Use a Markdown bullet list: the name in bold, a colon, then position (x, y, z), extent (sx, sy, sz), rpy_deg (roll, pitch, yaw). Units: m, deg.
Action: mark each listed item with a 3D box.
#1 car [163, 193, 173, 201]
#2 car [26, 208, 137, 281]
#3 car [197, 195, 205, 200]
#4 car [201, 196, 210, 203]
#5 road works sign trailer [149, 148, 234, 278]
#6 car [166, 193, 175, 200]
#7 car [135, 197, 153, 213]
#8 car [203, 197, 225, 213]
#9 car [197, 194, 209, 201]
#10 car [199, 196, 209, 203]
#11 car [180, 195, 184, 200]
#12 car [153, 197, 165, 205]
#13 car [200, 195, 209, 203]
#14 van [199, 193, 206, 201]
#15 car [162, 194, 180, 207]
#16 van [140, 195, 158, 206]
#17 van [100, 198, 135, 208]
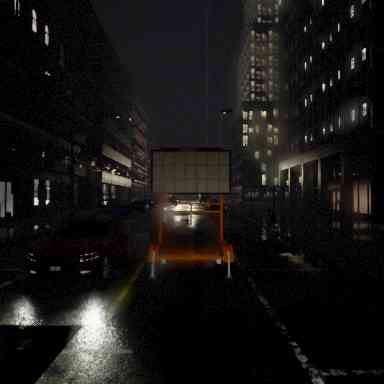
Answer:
- **car**: position (-5.875, 1.234, 82.199), extent (2.192, 1.841, 5.009), rpy_deg (1, 0, 0)
- **car**: position (-3.124, 1.478, 10.095), extent (1.882, 1.535, 5.008), rpy_deg (0, 0, 0)
- **car**: position (2.462, 1.474, 87.796), extent (1.947, 1.339, 4.313), rpy_deg (1, 0, 0)
- **car**: position (2.600, 1.532, 42.212), extent (2.008, 1.369, 4.403), rpy_deg (1, 0, 0)
- **road works sign trailer**: position (-0.025, 0.465, 10.128), extent (2.380, 3.560, 2.880), rpy_deg (0, 0, 0)
- **car**: position (-5.903, 1.212, 93.595), extent (2.192, 1.841, 5.009), rpy_deg (1, 0, 0)
- **car**: position (-5.767, 1.552, 36.610), extent (1.947, 1.339, 4.313), rpy_deg (1, 0, 0)
- **car**: position (2.614, 1.537, 36.514), extent (2.008, 1.369, 4.403), rpy_deg (1, 0, 0)
- **car**: position (2.548, 1.264, 65.005), extent (2.192, 1.841, 5.009), rpy_deg (1, 0, 0)
- **car**: position (2.529, 1.491, 70.702), extent (2.008, 1.369, 4.403), rpy_deg (1, 0, 0)
- **car**: position (-3.220, 1.471, 88.772), extent (1.994, 1.385, 4.181), rpy_deg (0, 0, 0)
- **car**: position (-5.824, 1.540, 59.402), extent (1.802, 1.307, 4.206), rpy_deg (1, 0, 0)
- **car**: position (2.586, 1.519, 47.910), extent (1.887, 1.381, 4.507), rpy_deg (1, 0, 0)
- **van**: position (2.514, 1.261, 82.098), extent (1.690, 1.788, 3.998), rpy_deg (1, 0, 0)
- **car**: position (-3.221, 1.497, 50.488), extent (1.812, 1.442, 4.674), rpy_deg (0, 0, 0)
- **van**: position (-5.777, 1.322, 42.307), extent (1.690, 1.788, 3.998), rpy_deg (1, 0, 0)
- **van**: position (-5.735, 1.335, 25.209), extent (1.690, 1.788, 3.998), rpy_deg (1, 0, 0)
